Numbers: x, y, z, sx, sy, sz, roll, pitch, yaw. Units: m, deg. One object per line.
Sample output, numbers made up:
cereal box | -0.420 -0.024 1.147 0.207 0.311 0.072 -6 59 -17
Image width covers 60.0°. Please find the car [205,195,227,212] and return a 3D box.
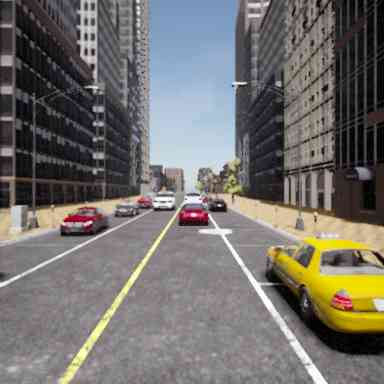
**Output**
car | 2.719 1.343 35.100 1.947 1.339 4.313 0 0 0

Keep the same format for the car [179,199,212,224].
car | 0.117 1.417 23.227 1.994 1.385 4.181 0 0 0

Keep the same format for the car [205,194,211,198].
car | 2.736 1.064 57.865 1.967 1.590 4.097 0 0 0

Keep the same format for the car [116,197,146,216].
car | -5.666 1.364 29.426 2.008 1.369 4.403 0 0 0

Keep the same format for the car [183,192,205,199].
car | 0.129 0.967 39.888 2.150 2.045 5.566 0 1 0

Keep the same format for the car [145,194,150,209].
car | -5.658 1.284 40.811 1.887 1.381 4.507 0 0 0

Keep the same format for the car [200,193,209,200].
car | 2.748 1.030 75.112 1.752 1.417 4.829 0 0 0

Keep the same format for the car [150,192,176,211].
car | -3.001 0.988 37.093 2.150 2.045 5.566 0 0 1

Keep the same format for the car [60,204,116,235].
car | -5.674 1.469 18.041 1.802 1.307 4.206 0 0 0

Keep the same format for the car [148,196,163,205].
car | -5.649 1.245 52.195 1.802 1.307 4.206 0 0 0

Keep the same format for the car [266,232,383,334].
car | 2.698 1.483 6.809 1.752 1.417 4.829 0 0 0

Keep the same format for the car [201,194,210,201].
car | 2.744 1.128 69.250 1.802 1.307 4.206 0 0 0

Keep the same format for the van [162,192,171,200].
van | -5.631 0.847 74.962 1.690 1.788 3.998 0 0 0

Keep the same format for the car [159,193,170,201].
car | -5.636 0.986 69.270 1.967 1.590 4.097 0 0 0
